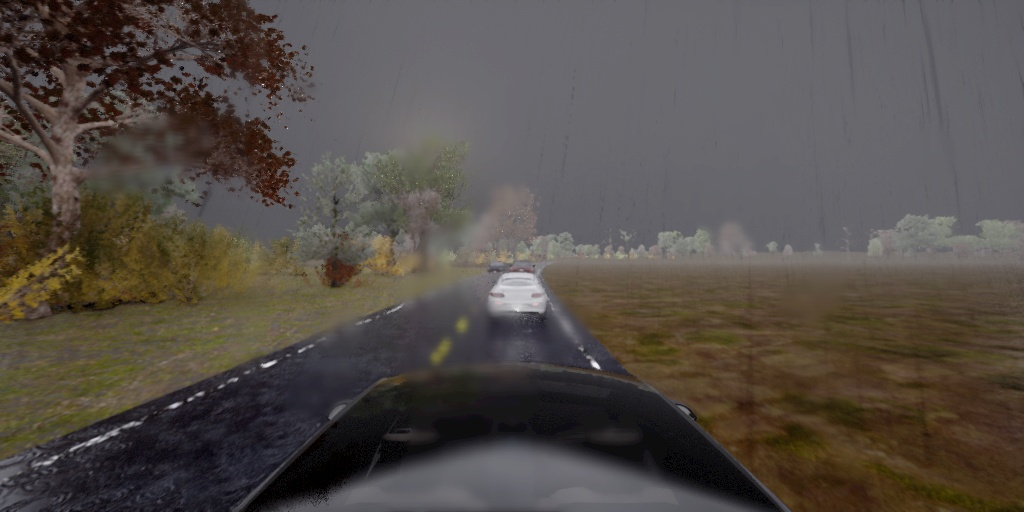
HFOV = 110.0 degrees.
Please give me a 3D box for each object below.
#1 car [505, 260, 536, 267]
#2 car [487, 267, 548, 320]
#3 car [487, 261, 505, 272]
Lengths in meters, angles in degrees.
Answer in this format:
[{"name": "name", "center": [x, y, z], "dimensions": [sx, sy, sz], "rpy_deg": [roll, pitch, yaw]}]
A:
[{"name": "car", "center": [0.858, 1.124, 29.468], "dimensions": [2.097, 1.767, 4.553], "rpy_deg": [0, 0, 3]}, {"name": "car", "center": [0.220, 1.285, 12.586], "dimensions": [1.812, 1.442, 4.674], "rpy_deg": [0, 0, 1]}, {"name": "car", "center": [-1.593, 1.328, 40.714], "dimensions": [2.033, 1.411, 5.357], "rpy_deg": [0, 0, 5]}]
